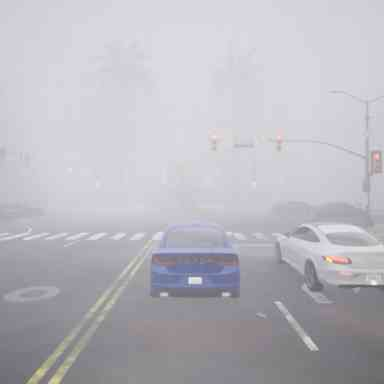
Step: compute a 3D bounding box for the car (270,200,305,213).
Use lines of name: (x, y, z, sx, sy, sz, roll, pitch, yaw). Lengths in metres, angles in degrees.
car: (9.632, 1.496, 30.364, 4.892, 1.490, 1.837, 0, 0, 0)

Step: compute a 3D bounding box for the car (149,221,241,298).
car: (0.071, 1.475, 8.589, 1.882, 1.535, 5.008, 0, 0, 0)

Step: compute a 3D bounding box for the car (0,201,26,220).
car: (-16.538, 1.540, 26.464, 5.357, 1.411, 2.033, 0, 0, 8)

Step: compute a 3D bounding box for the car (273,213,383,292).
car: (3.572, 1.523, 8.837, 1.812, 1.442, 4.674, 0, 0, 0)

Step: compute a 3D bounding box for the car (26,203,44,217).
car: (-15.807, 1.555, 30.346, 4.181, 1.385, 1.994, 0, 0, -1)

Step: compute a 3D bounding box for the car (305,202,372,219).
car: (11.958, 1.518, 26.847, 4.674, 1.442, 1.812, 0, 0, 0)
